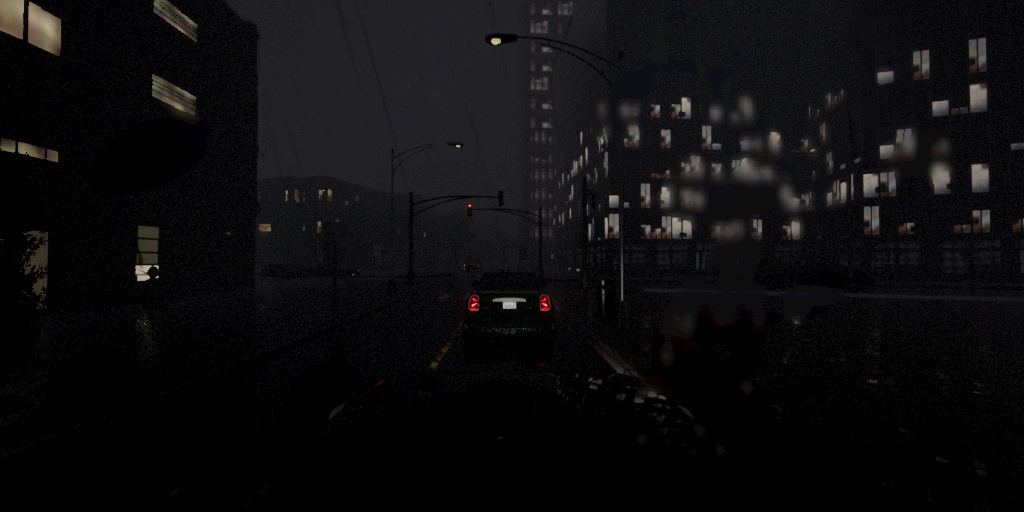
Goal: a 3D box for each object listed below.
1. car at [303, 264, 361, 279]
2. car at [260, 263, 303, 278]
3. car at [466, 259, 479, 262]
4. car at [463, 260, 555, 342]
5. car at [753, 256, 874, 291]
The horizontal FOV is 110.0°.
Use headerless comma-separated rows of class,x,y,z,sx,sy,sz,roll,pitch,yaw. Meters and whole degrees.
car,-16.384,1.385,33.028,4.718,1.301,1.895,0,-1,19
car,-20.166,1.320,31.691,4.313,1.339,1.948,0,0,19
car,-4.786,1.113,43.337,2.097,1.767,4.553,0,0,-5
car,-0.088,1.104,9.990,2.097,1.767,4.553,0,0,-1
car,16.022,0.931,19.378,5.009,1.841,2.192,0,0,19
